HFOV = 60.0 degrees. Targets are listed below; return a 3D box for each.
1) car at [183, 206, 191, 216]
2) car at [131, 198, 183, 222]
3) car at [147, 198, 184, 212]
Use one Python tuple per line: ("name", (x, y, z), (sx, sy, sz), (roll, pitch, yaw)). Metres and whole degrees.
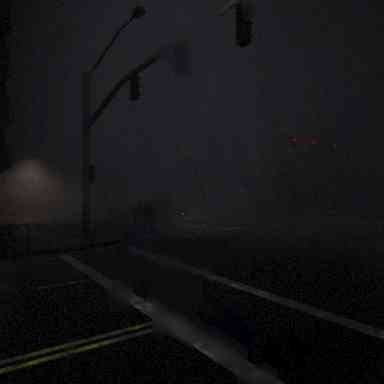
("car", (-2.302, 1.540, 31.542), (2.033, 1.411, 5.357), (0, 0, -35))
("car", (-3.168, 1.485, 26.695), (2.128, 1.511, 4.902), (0, 0, -35))
("car", (-3.230, 1.482, 39.232), (2.128, 1.511, 4.902), (0, 0, -35))
